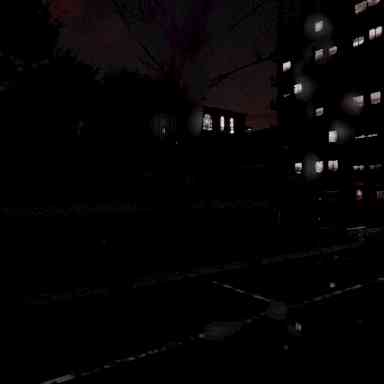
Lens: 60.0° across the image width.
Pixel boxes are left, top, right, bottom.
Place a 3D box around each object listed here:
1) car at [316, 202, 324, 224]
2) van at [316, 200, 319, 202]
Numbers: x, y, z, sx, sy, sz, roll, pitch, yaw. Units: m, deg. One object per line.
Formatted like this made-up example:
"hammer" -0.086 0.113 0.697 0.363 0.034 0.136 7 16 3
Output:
"car" 7.959 1.770 26.317 1.837 1.490 4.892 0 -1 -35
"van" 10.514 1.646 32.599 1.690 1.788 3.998 -1 0 -36
